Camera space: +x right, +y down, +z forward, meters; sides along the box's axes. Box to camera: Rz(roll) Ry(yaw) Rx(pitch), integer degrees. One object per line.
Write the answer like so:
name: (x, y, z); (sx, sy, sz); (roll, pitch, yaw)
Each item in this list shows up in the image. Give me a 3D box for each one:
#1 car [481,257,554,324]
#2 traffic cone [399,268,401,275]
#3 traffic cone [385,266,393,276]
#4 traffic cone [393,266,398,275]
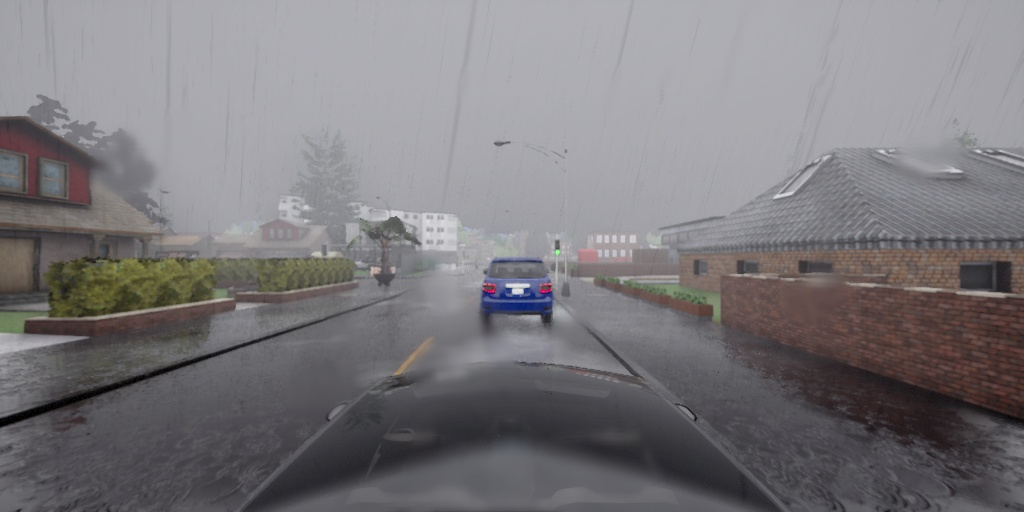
car: (0.160, 1.050, 12.495); (2.150, 2.045, 5.566); (0, 0, 0)
traffic cone: (-14.177, 1.897, 46.939); (0.344, 0.586, 0.344); (0, 0, 0)
traffic cone: (-15.545, 1.864, 45.336); (0.344, 0.586, 0.344); (0, 0, 0)
traffic cone: (-15.181, 1.865, 45.904); (0.344, 0.586, 0.344); (0, 0, 0)
